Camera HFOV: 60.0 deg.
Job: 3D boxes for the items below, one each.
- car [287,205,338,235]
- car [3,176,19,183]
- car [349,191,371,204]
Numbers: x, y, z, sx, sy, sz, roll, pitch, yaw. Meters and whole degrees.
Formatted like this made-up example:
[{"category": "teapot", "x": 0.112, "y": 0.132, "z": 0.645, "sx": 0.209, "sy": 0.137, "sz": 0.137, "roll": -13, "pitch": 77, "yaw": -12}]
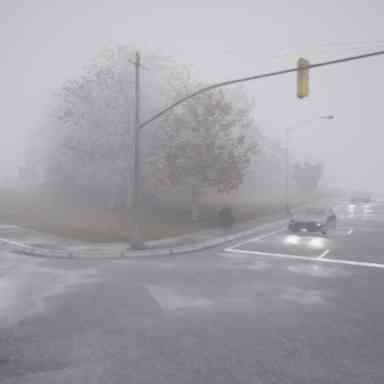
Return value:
[{"category": "car", "x": 7.050, "y": 1.491, "z": 18.999, "sx": 2.033, "sy": 1.411, "sz": 5.357, "roll": 0, "pitch": 1, "yaw": 32}, {"category": "car", "x": -44.808, "y": -2.980, "z": 82.474, "sx": 1.895, "sy": 1.301, "sz": 4.718, "roll": 0, "pitch": 3, "yaw": -4}, {"category": "car", "x": 20.095, "y": 0.583, "z": 39.769, "sx": 1.812, "sy": 1.442, "sz": 4.674, "roll": 0, "pitch": 3, "yaw": 32}]
